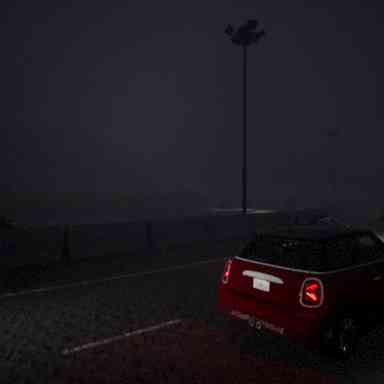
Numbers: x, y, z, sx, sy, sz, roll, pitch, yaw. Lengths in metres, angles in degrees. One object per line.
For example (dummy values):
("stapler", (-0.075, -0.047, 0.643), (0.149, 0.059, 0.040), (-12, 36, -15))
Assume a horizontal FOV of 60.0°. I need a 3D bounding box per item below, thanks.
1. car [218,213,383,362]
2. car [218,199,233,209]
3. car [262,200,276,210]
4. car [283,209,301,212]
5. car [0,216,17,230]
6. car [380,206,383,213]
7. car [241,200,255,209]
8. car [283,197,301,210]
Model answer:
("car", (2.674, 1.418, 6.299), (4.553, 1.767, 2.097), (1, -1, -39))
("car", (5.554, 1.984, 54.594), (1.837, 1.490, 4.892), (0, 0, 14))
("car", (11.877, 1.980, 51.357), (2.128, 1.511, 4.902), (0, -1, 16))
("car", (4.800, 1.623, 12.918), (4.902, 1.511, 2.128), (1, -1, -44))
("car", (-10.186, 1.571, 14.108), (4.892, 1.490, 1.837), (1, 0, -37))
("car", (18.892, 1.957, 31.439), (1.895, 1.301, 4.718), (0, -1, 29))
("car", (9.342, 2.071, 55.345), (1.994, 1.385, 4.181), (0, -1, 14))
("car", (13.947, 1.676, 46.296), (2.150, 2.045, 5.566), (0, 0, 19))
